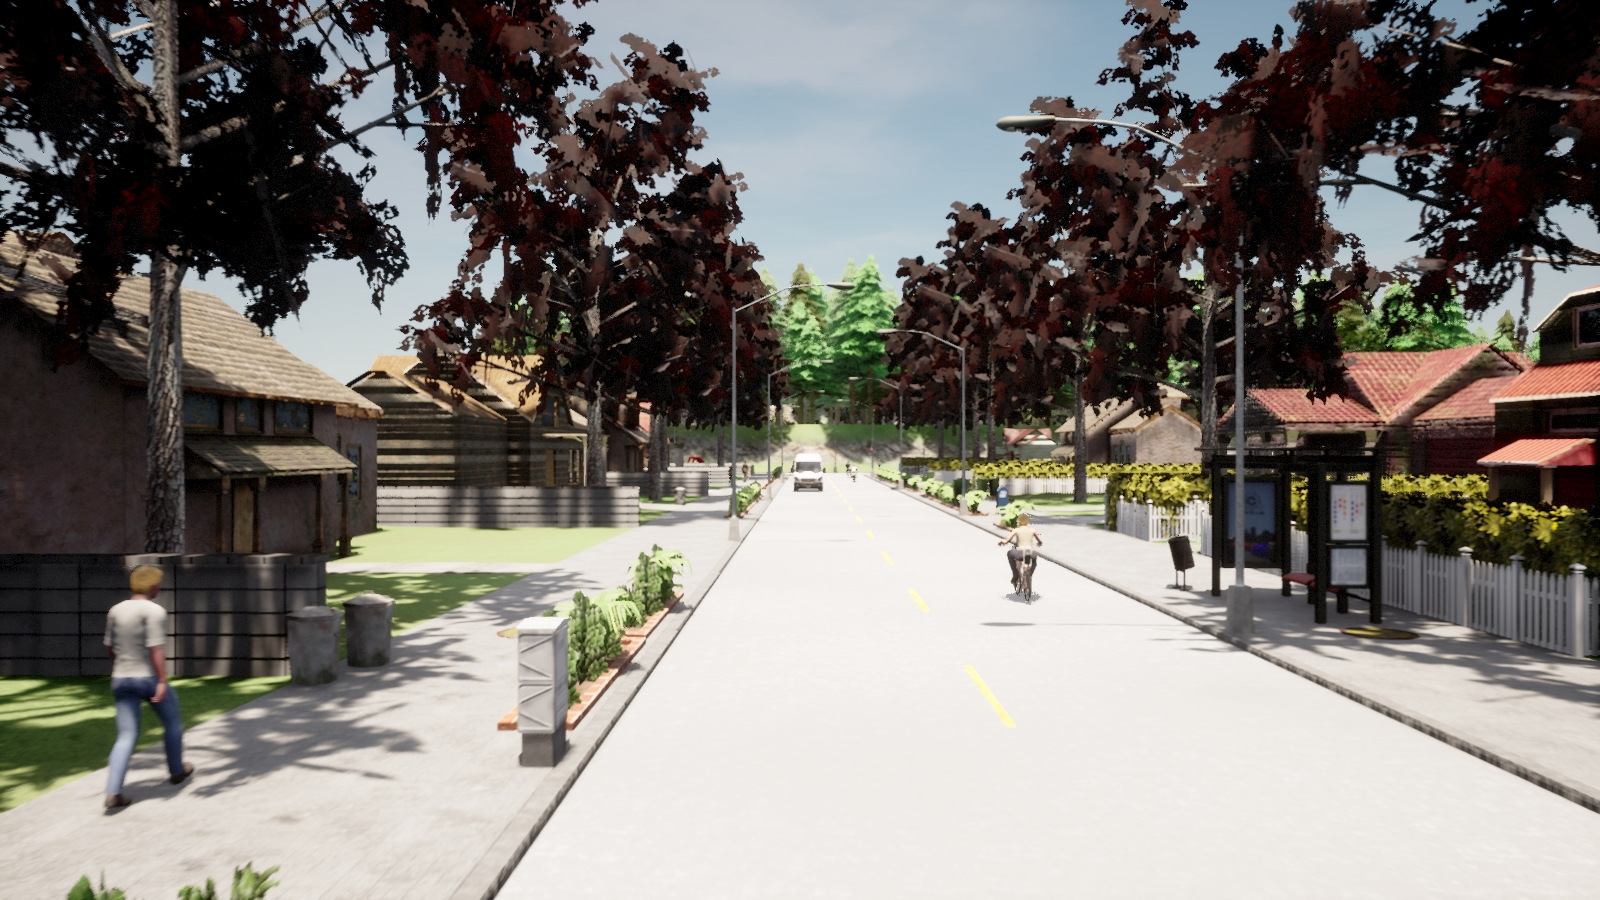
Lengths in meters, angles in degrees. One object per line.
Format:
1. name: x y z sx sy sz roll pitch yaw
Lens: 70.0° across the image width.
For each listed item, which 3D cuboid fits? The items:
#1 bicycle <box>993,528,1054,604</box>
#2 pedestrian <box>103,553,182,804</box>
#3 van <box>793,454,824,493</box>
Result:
1. bicycle: 4.191 2.158 21.506 0.859 1.276 1.487 0 0 0
2. pedestrian: -5.079 1.743 8.837 0.375 1.860 0.375 0 0 9
3. van: 0.572 1.536 77.407 1.988 2.561 5.915 0 0 1
